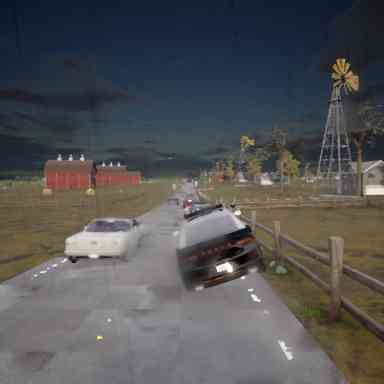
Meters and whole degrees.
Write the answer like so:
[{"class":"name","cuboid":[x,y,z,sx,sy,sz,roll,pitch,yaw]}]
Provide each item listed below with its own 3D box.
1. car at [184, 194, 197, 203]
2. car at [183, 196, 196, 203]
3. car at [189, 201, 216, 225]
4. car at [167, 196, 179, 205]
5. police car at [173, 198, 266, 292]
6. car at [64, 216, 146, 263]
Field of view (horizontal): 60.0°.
[{"class":"car","cuboid":[-0.269,1.209,60.581,2.128,1.511,4.902,0,1,0]},{"class":"car","cuboid":[0.667,1.308,19.108,2.097,1.767,4.553,-1,0,0]},{"class":"car","cuboid":[0.714,1.471,25.149,1.837,1.490,4.892,0,0,0]},{"class":"car","cuboid":[-2.988,1.369,53.252,2.033,1.411,5.357,0,1,0]},{"class":"police car","cuboid":[0.529,1.199,9.227,1.930,1.638,5.238,-18,3,0]},{"class":"car","cuboid":[-2.903,1.588,12.023,1.895,1.301,4.718,0,0,0]}]
